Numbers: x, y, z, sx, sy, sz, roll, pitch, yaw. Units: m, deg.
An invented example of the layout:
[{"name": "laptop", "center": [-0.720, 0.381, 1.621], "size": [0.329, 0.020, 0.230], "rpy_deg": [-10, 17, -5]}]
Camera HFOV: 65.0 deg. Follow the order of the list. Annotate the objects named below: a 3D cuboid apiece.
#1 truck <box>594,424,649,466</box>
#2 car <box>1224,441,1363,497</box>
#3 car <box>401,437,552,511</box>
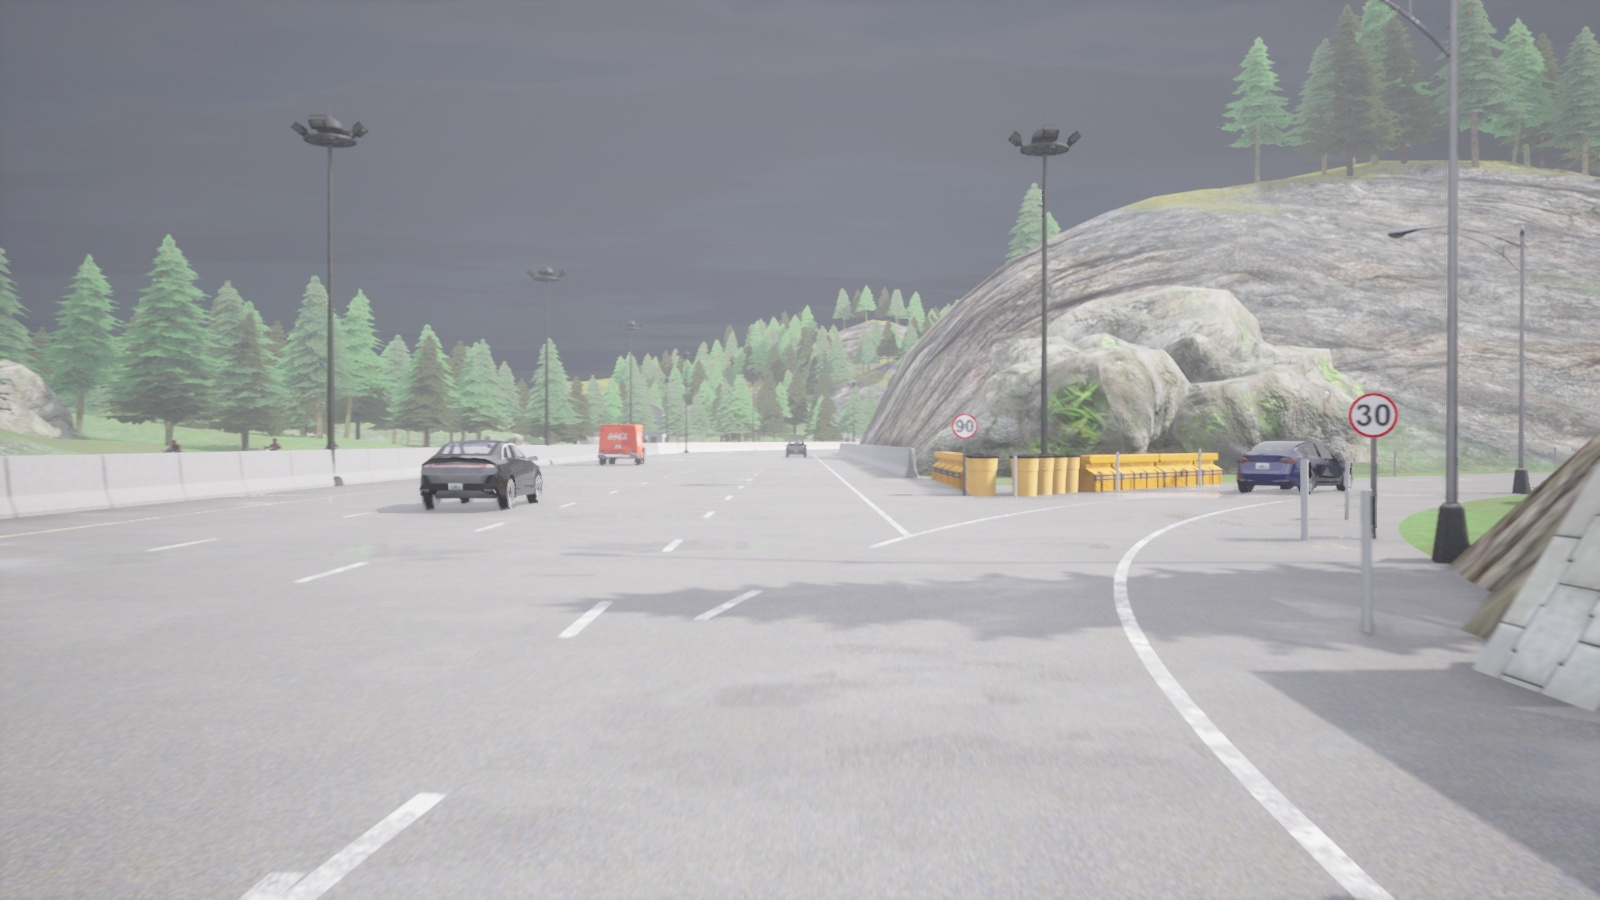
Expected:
[{"name": "truck", "center": [-10.811, -0.352, 76.575], "size": [2.627, 2.467, 5.204], "rpy_deg": [0, 1, 0]}, {"name": "car", "center": [14.246, 0.491, 36.103], "size": [2.163, 1.488, 4.792], "rpy_deg": [0, 1, 42]}, {"name": "car", "center": [-7.118, 0.470, 28.194], "size": [2.128, 1.511, 4.902], "rpy_deg": [0, 0, 0]}]
